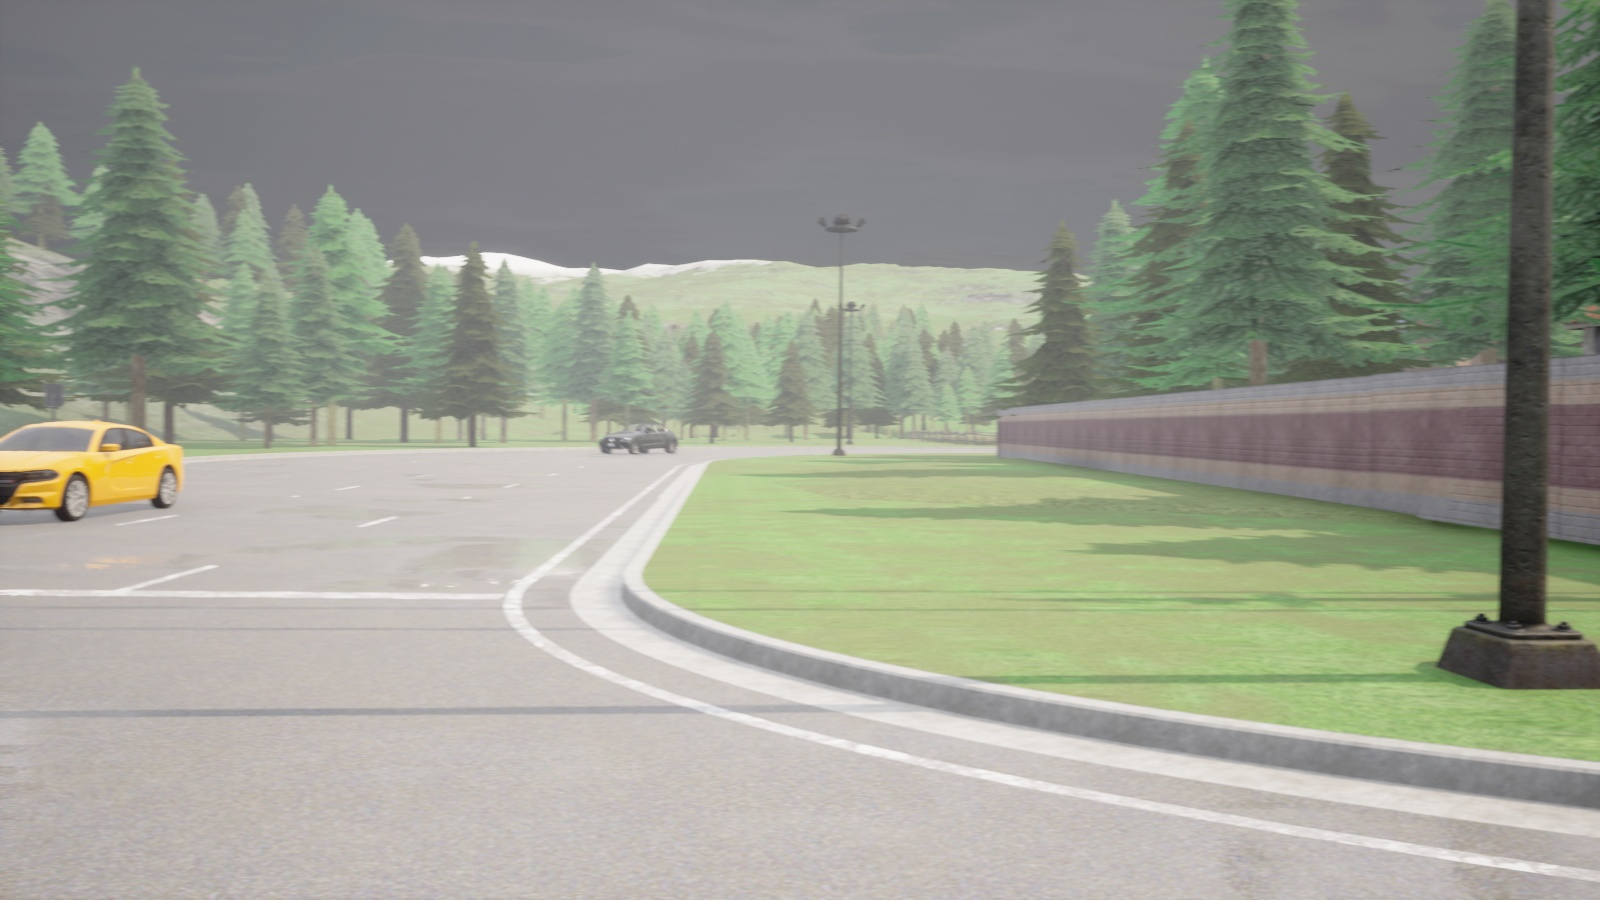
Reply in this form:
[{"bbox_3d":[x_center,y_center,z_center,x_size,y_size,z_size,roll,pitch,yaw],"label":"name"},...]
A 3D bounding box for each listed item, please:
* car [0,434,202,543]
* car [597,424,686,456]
[{"bbox_3d":[-11.800,0.525,20.502,1.882,1.535,5.008,-1,1,-3],"label":"car"},{"bbox_3d":[-8.507,-0.558,67.781,2.152,1.651,5.027,0,1,30],"label":"car"}]
